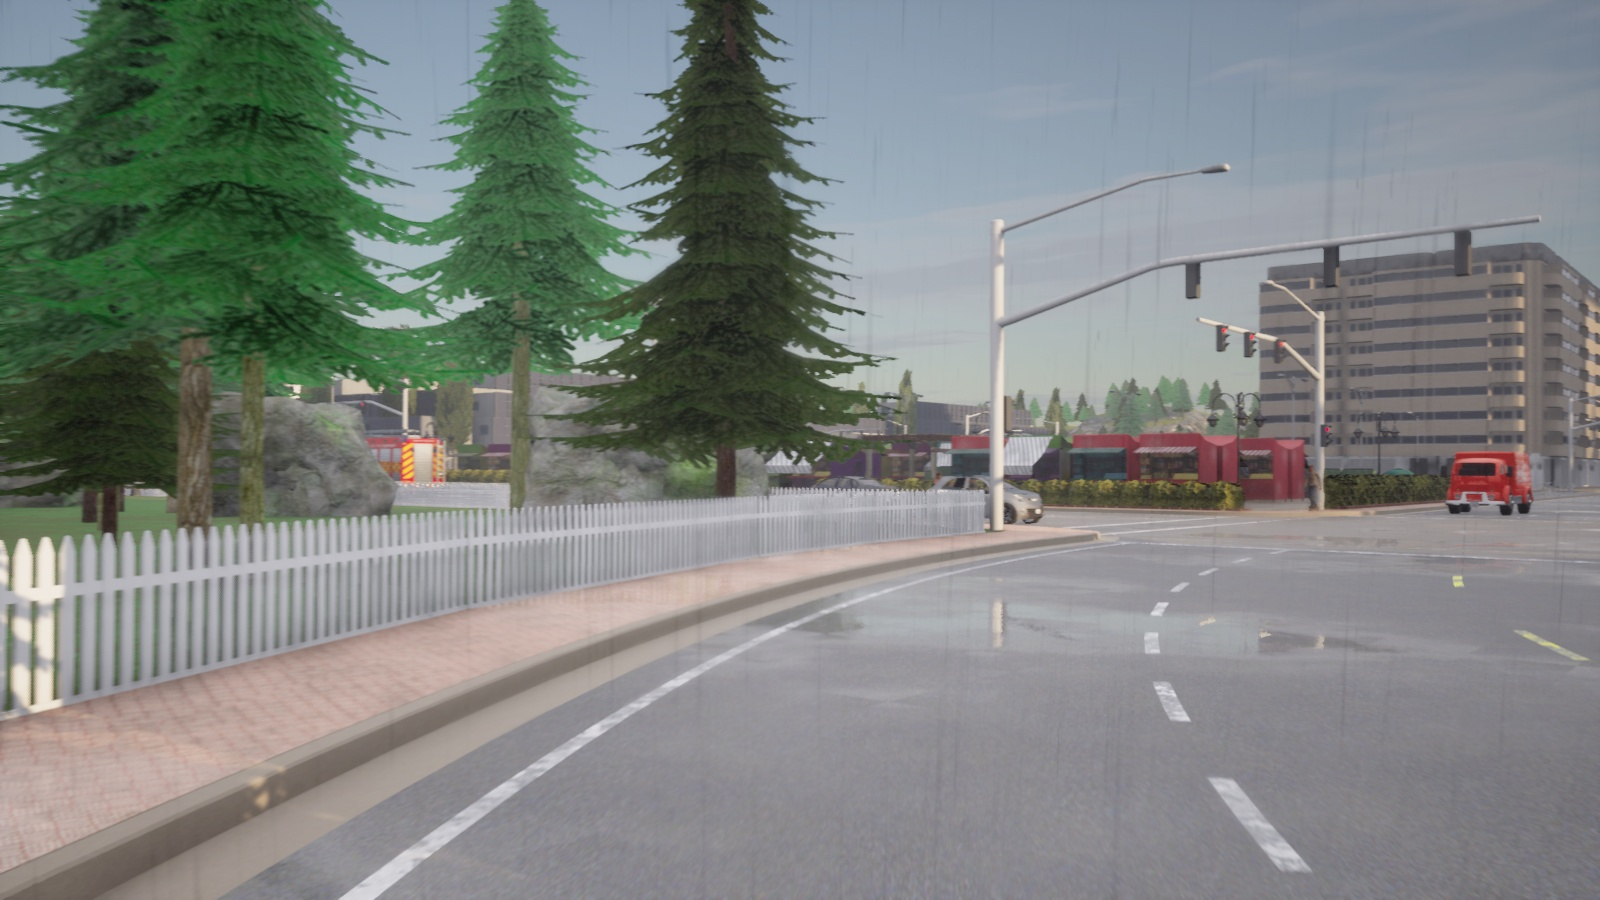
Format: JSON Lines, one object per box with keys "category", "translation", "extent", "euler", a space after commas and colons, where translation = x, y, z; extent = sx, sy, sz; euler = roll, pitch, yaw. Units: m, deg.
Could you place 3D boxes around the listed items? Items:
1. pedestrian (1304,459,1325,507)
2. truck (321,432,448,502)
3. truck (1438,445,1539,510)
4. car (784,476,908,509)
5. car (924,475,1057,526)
{"category": "pedestrian", "translation": [19.353, 1.226, 47.233], "extent": [0.869, 1.805, 0.328], "euler": [1, -1, -37]}
{"category": "truck", "translation": [-24.173, 0.998, 72.789], "extent": [8.468, 3.827, 2.891], "euler": [-1, -1, 40]}
{"category": "truck", "translation": [27.523, 1.084, 50.096], "extent": [2.627, 2.467, 5.204], "euler": [-1, -1, 39]}
{"category": "car", "translation": [2.005, 1.845, 55.696], "extent": [5.357, 1.411, 2.033], "euler": [-1, -1, 40]}
{"category": "car", "translation": [5.862, 1.519, 38.895], "extent": [3.633, 1.501, 1.845], "euler": [-1, -1, 40]}
